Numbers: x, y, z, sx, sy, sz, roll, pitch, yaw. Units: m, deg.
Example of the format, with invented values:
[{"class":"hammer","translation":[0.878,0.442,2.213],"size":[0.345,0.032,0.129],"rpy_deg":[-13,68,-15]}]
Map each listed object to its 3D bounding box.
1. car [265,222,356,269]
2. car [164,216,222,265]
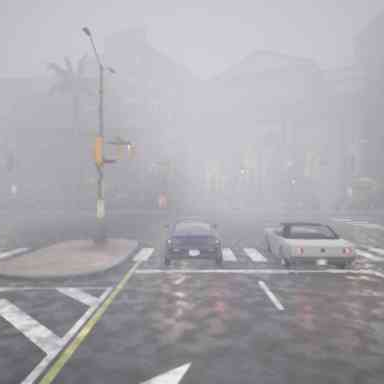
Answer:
[{"class":"car","translation":[3.741,1.671,11.462],"size":[1.895,1.301,4.718],"rpy_deg":[0,0,3]},{"class":"car","translation":[-0.018,1.598,11.930],"size":[1.812,1.442,4.674],"rpy_deg":[0,0,-2]}]
